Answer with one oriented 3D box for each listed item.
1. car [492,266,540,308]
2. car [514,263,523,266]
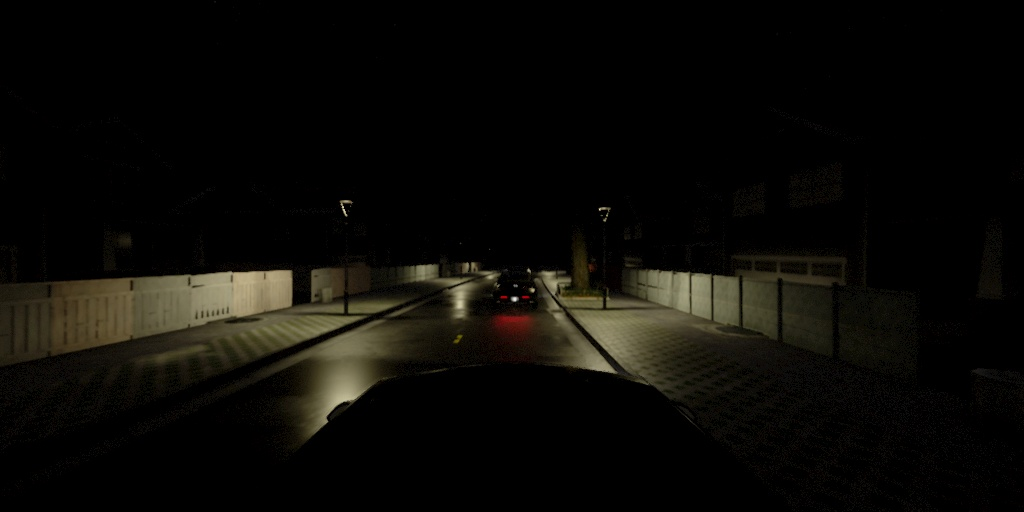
[{"bbox_3d":[0.175,1.399,16.091,1.837,1.490,4.892,0,0,2],"label":"car"},{"bbox_3d":[0.798,1.563,31.046,1.837,1.490,4.892,0,0,3],"label":"car"}]
